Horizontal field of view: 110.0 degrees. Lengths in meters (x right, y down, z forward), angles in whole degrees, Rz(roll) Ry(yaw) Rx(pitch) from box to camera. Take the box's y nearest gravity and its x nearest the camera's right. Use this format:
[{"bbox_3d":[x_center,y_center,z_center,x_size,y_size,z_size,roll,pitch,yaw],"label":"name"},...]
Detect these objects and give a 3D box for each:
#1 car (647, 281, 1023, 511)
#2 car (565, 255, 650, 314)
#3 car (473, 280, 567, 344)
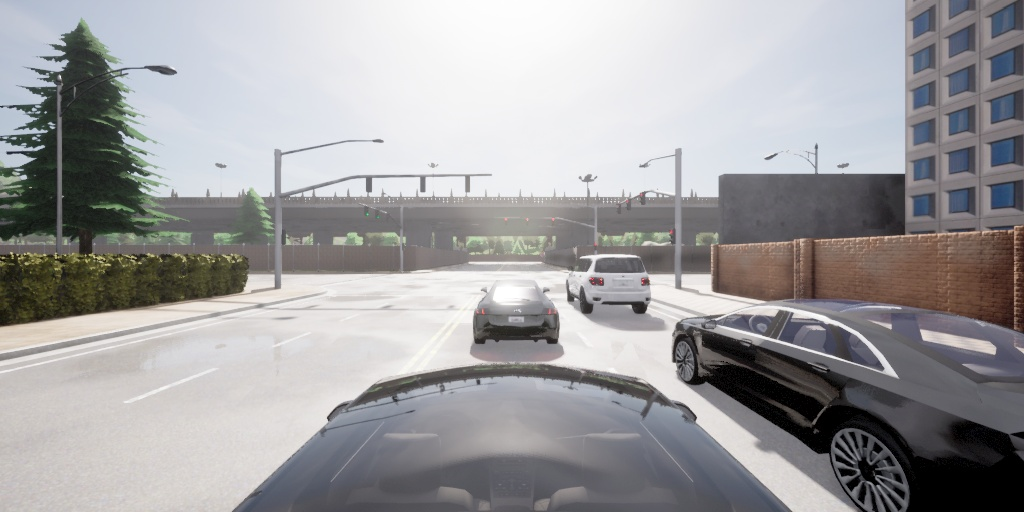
[{"bbox_3d":[3.595,1.242,4.126,2.128,1.511,4.902,0,0,0],"label":"car"},{"bbox_3d":[3.488,0.971,13.931,2.150,2.045,5.566,0,0,0],"label":"car"},{"bbox_3d":[0.092,1.314,9.586,1.994,1.385,4.181,0,0,0],"label":"car"}]
